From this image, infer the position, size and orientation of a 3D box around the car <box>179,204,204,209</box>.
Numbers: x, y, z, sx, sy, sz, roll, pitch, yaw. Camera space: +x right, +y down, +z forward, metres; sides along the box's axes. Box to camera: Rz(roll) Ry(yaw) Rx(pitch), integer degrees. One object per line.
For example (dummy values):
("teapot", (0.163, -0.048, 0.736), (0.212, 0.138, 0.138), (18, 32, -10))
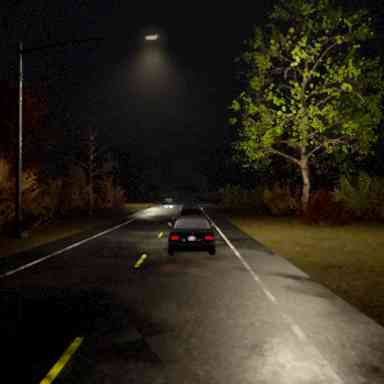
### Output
("car", (-0.070, 1.784, 29.304), (1.837, 1.490, 4.892), (0, 0, 0))

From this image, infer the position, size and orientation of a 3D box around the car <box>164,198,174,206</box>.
("car", (-5.096, 2.166, 72.327), (2.128, 1.511, 4.902), (0, 0, -8))

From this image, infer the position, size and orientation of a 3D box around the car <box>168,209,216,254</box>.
("car", (-0.013, 1.680, 13.999), (2.033, 1.411, 5.357), (0, -1, 0))
